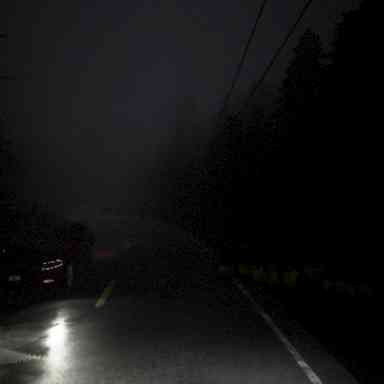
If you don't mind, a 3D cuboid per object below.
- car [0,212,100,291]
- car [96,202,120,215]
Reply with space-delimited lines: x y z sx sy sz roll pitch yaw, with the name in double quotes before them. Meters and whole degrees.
"car" -4.028 1.576 9.502 1.882 1.535 5.008 0 -1 -7
"car" -10.046 1.878 39.723 2.128 1.511 4.902 0 -1 -30
